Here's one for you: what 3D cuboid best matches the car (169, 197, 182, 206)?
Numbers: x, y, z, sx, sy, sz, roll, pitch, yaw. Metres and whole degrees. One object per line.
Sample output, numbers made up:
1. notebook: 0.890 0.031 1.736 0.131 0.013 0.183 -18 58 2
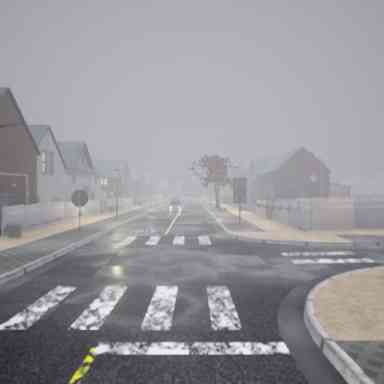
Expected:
1. car: -2.816 1.577 57.650 1.837 1.490 4.892 0 0 0
